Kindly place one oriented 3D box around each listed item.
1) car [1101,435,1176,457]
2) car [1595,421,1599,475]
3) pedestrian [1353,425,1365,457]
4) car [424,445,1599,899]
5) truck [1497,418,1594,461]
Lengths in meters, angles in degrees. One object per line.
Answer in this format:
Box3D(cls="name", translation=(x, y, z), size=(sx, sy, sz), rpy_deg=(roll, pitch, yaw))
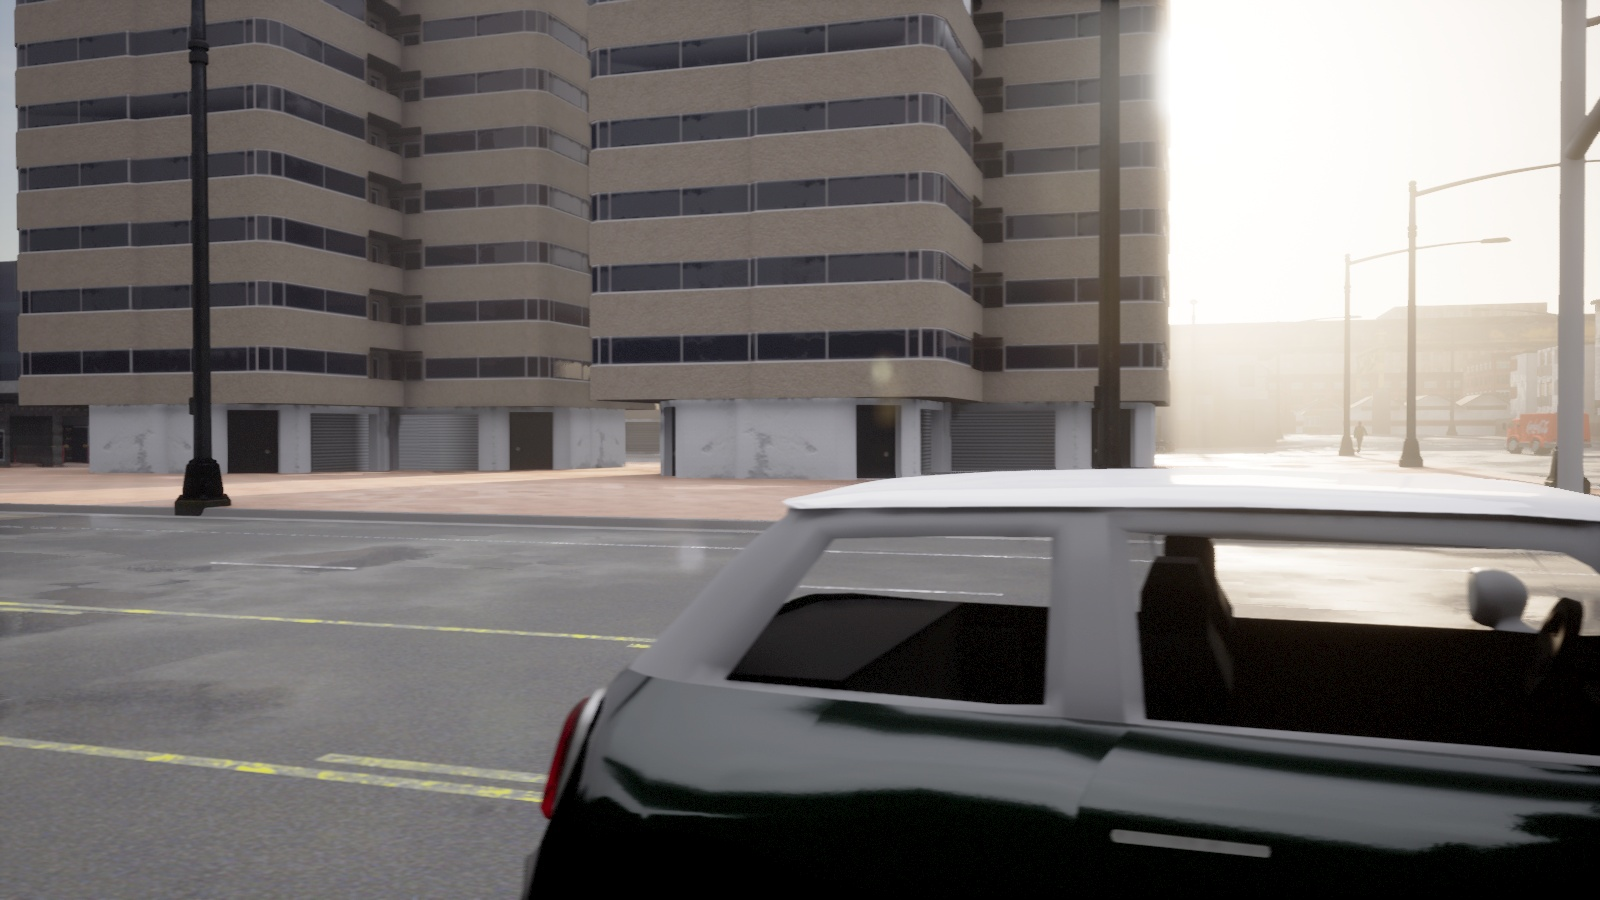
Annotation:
Box3D(cls="car", translation=(22.711, -0.271, 84.281), size=(4.792, 1.488, 2.163), rpy_deg=(0, 1, 17))
Box3D(cls="car", translation=(30.596, -0.037, 45.101), size=(2.150, 2.045, 5.566), rpy_deg=(1, 1, 19))
Box3D(cls="pedestrian", translation=(31.458, -0.511, 70.660), size=(0.431, 1.840, 0.709), rpy_deg=(1, 1, 13))
Box3D(cls="car", translation=(1.386, 0.753, 2.767), size=(3.806, 1.475, 1.970), rpy_deg=(1, 1, 19))
Box3D(cls="truck", translation=(44.201, -0.636, 74.625), size=(2.627, 2.467, 5.204), rpy_deg=(1, 1, -1))
